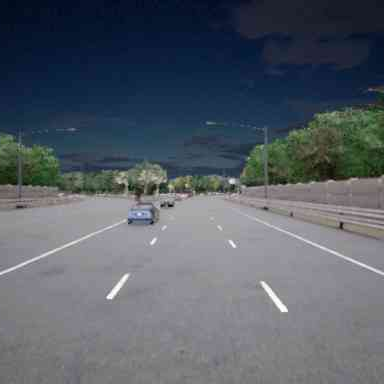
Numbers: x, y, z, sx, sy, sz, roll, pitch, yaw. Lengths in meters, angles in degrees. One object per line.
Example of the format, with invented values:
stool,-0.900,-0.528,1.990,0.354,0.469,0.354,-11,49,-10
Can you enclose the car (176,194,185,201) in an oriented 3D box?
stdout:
car,-3.468,1.533,81.526,2.033,1.411,5.357,0,0,1

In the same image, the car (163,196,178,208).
car,-3.497,1.591,48.396,1.895,1.301,4.718,0,0,0

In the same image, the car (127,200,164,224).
car,-3.497,1.540,24.584,2.033,1.411,5.357,0,0,0
